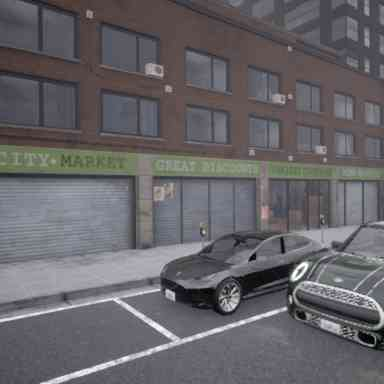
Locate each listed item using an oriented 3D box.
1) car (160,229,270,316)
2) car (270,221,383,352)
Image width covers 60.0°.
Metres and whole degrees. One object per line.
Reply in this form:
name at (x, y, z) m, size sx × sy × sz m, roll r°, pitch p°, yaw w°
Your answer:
car at (1.361, 1.565, 7.523) m, size 4.313 × 1.339 × 1.947 m, roll 0°, pitch -1°, yaw -36°
car at (3.824, 1.350, 6.121) m, size 4.553 × 1.767 × 2.097 m, roll 0°, pitch 0°, yaw -36°
